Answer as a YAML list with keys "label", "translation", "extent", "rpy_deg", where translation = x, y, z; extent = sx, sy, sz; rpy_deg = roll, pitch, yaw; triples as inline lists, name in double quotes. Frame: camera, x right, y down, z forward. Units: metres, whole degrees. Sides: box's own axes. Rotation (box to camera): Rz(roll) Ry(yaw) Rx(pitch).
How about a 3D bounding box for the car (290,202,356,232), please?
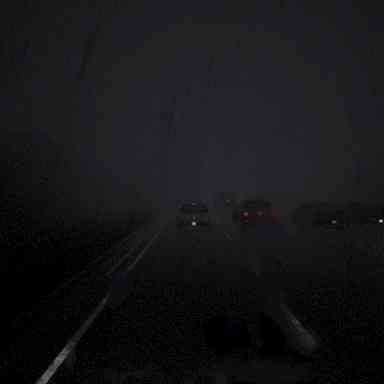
- label: "car"
  translation: [7.123, 1.332, 19.086]
  extent: [1.882, 1.535, 5.008]
  rpy_deg: [0, 0, 0]

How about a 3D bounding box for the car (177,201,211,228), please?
- label: "car"
  translation: [0.129, 1.443, 20.695]
  extent: [1.895, 1.301, 4.718]
  rpy_deg: [0, 0, 0]

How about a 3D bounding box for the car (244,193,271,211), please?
- label: "car"
  translation: [7.156, 1.071, 37.004]
  extent: [2.097, 1.767, 4.553]
  rpy_deg: [0, 0, 0]

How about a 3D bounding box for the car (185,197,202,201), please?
- label: "car"
  translation: [0.153, 1.276, 37.935]
  extent: [1.994, 1.385, 4.181]
  rpy_deg: [0, 0, 0]

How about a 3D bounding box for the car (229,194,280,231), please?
- label: "car"
  translation: [3.626, 1.203, 19.497]
  extent: [2.097, 1.767, 4.553]
  rpy_deg: [0, 0, 0]

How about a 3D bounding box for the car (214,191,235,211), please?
- label: "car"
  translation: [3.662, 0.945, 36.431]
  extent: [2.150, 2.045, 5.566]
  rpy_deg: [0, 0, 0]

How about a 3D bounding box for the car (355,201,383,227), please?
- label: "car"
  translation: [10.633, 1.344, 21.122]
  extent: [1.837, 1.490, 4.892]
  rpy_deg: [0, 1, 0]
